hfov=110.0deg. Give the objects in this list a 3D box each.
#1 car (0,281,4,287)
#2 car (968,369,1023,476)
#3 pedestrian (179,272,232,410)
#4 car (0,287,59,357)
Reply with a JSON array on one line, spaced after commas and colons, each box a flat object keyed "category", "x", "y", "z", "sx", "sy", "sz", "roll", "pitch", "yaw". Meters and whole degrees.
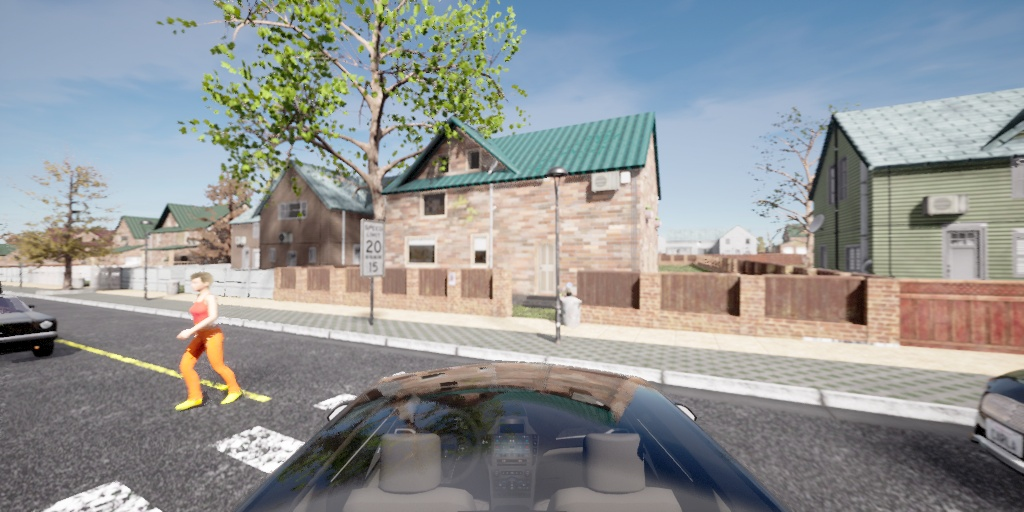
[{"category": "car", "x": -31.474, "y": 1.702, "z": 20.771, "sx": 4.902, "sy": 1.511, "sz": 2.128, "roll": -1, "pitch": -1, "yaw": 27}, {"category": "car", "x": 6.262, "y": 1.208, "z": 1.888, "sx": 4.902, "sy": 1.511, "sz": 2.128, "roll": -1, "pitch": -1, "yaw": 26}, {"category": "pedestrian", "x": -4.119, "y": 1.095, "z": 4.828, "sx": 0.375, "sy": 1.860, "sz": 0.375, "roll": 0, "pitch": 0, "yaw": 27}, {"category": "car", "x": -11.610, "y": 1.481, "z": 7.527, "sx": 4.718, "sy": 1.301, "sz": 1.895, "roll": -1, "pitch": -1, "yaw": 27}]
